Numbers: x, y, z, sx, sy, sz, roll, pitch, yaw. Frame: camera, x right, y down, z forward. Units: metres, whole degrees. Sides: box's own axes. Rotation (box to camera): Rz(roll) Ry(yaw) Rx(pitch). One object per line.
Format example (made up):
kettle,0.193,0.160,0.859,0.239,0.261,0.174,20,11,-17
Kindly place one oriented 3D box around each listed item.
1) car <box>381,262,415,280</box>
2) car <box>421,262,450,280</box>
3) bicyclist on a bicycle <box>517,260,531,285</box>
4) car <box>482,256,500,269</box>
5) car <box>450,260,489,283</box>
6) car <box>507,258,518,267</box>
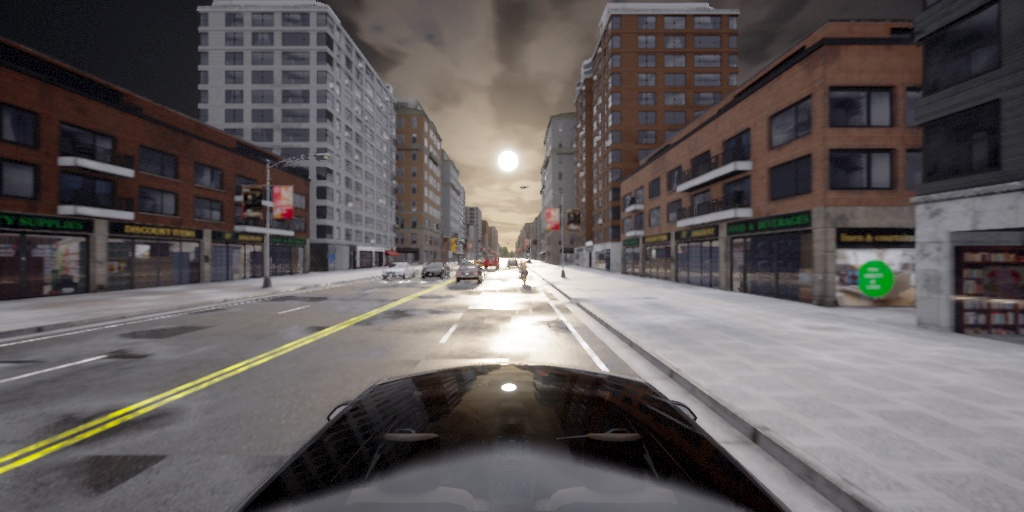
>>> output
car,-9.829,1.270,31.361,1.812,1.442,4.674,0,0,0
car,-6.579,1.249,31.257,1.837,1.490,4.892,0,0,0
bicyclist on a bicycle,0.911,1.180,25.215,0.866,1.612,1.509,0,0,0
car,-3.123,0.961,55.731,2.150,2.045,5.566,0,0,0
car,-3.136,1.291,27.656,2.033,1.411,5.357,0,0,0
car,0.117,1.230,64.347,2.128,1.511,4.902,0,0,0
